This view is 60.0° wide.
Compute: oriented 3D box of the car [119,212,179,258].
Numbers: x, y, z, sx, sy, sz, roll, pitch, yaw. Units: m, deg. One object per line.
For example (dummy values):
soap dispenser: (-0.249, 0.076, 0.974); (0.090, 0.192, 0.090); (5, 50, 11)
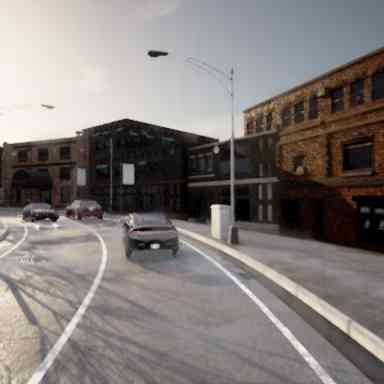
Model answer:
car: (-1.759, 1.523, 12.966); (2.128, 1.511, 4.902); (0, 0, -14)

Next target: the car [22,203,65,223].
car: (-11.991, 1.568, 26.162); (2.033, 1.411, 5.357); (1, 0, -36)

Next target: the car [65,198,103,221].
car: (-9.351, 1.408, 28.481); (2.097, 1.767, 4.553); (1, 0, -36)
